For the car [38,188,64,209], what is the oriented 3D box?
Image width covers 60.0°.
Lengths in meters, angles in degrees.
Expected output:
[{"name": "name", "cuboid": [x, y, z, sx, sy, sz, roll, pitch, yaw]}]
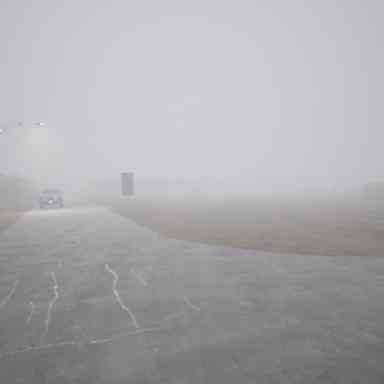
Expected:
[{"name": "car", "cuboid": [-14.842, 0.588, 35.116, 2.150, 2.045, 5.566, -3, 2, -22]}]
